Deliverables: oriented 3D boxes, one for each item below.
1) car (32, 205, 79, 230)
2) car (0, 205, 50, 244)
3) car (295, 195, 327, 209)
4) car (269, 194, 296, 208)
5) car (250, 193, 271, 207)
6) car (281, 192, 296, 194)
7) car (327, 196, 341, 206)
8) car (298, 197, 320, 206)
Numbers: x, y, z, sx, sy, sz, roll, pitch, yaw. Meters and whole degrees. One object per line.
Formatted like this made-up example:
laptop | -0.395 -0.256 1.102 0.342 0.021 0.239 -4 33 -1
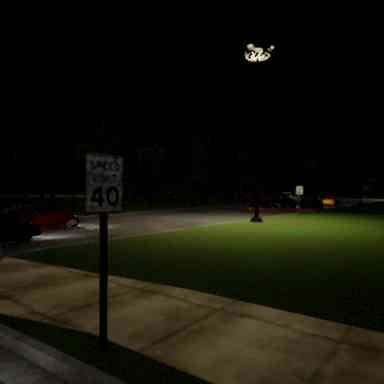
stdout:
car | -8.447 1.409 18.102 1.812 1.442 4.674 0 0 37
car | -8.508 1.451 12.763 2.033 1.411 5.357 0 0 26
car | 15.884 1.394 44.120 1.882 1.535 5.008 0 0 38
car | 12.882 1.397 45.964 1.837 1.490 4.892 0 0 38
car | 10.423 1.090 48.495 2.150 2.045 5.566 0 0 37
car | 16.802 1.093 56.953 2.150 2.045 5.566 0 0 37
car | 21.869 1.396 52.056 1.882 1.535 5.008 0 0 37
car | 19.102 1.496 54.202 1.895 1.301 4.718 0 0 37
